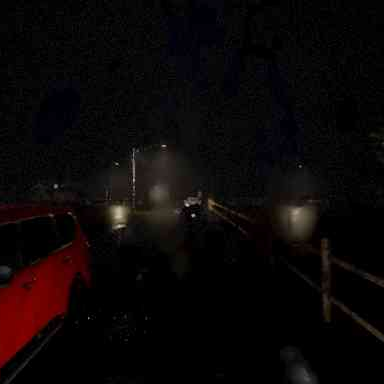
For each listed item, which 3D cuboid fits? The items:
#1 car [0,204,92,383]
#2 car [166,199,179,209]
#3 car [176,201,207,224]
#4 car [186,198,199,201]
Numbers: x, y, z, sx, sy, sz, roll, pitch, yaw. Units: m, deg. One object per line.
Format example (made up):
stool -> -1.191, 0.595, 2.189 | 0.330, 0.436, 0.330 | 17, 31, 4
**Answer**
car -> -2.852, 1.217, 3.794 | 2.150, 2.045, 5.566 | 0, 0, 0
car -> -2.769, 1.762, 49.372 | 1.994, 1.385, 4.181 | 0, 0, 0
car -> 0.091, 1.596, 24.850 | 1.994, 1.385, 4.181 | 0, 0, 0
car -> 0.084, 1.472, 40.509 | 2.097, 1.767, 4.553 | 0, 0, 0
